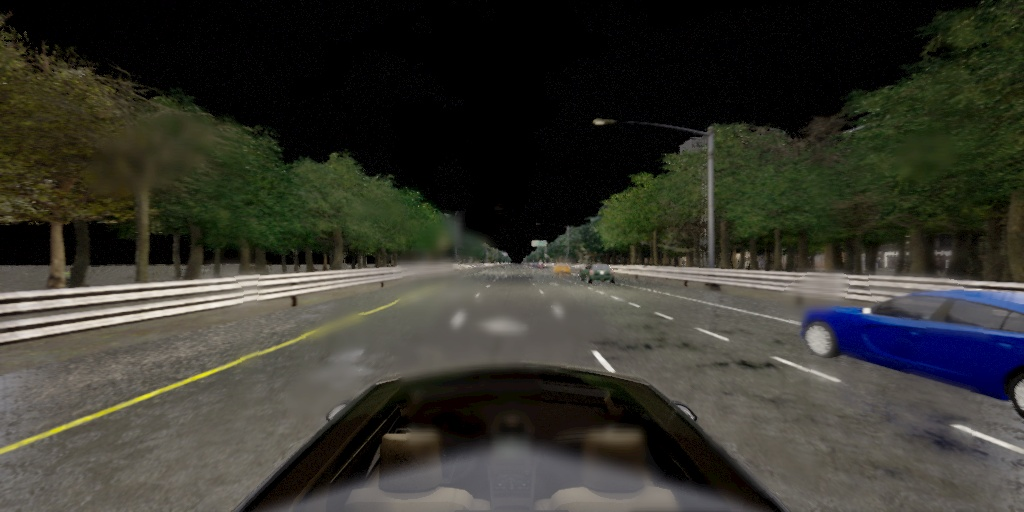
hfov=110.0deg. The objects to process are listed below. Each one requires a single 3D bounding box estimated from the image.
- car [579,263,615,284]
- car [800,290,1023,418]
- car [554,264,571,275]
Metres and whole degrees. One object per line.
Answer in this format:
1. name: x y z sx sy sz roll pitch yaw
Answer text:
1. car: 7.051 1.377 30.191 2.097 1.767 4.553 0 -1 0
2. car: 7.003 1.255 5.482 1.882 1.535 5.008 0 0 0
3. car: 7.144 1.837 50.821 1.882 1.535 5.008 0 -1 0
